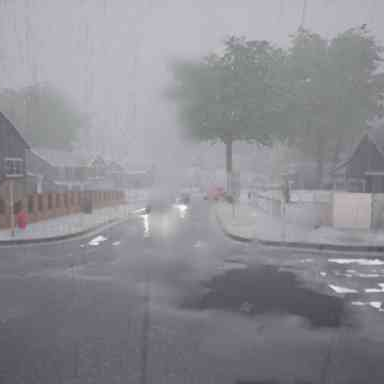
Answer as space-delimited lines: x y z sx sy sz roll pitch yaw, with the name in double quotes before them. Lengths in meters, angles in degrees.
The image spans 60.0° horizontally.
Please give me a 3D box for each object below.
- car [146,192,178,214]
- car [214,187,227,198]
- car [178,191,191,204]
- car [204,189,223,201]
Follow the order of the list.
"car" -2.629 0.950 28.152 1.837 1.490 4.892 0 1 4
"car" 5.175 0.061 61.200 2.150 2.045 5.566 1 1 14
"car" -1.328 0.696 41.328 2.128 1.511 4.902 0 1 8
"car" 3.098 0.598 51.484 1.994 1.385 4.181 1 1 12
